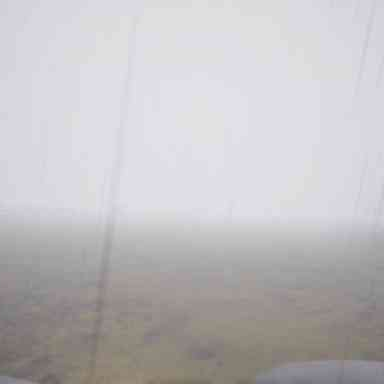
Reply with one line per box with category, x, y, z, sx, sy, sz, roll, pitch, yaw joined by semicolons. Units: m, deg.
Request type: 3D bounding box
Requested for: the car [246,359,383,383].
car;2.616;1.742;1.913;4.892;1.490;1.837;2;-3;15
